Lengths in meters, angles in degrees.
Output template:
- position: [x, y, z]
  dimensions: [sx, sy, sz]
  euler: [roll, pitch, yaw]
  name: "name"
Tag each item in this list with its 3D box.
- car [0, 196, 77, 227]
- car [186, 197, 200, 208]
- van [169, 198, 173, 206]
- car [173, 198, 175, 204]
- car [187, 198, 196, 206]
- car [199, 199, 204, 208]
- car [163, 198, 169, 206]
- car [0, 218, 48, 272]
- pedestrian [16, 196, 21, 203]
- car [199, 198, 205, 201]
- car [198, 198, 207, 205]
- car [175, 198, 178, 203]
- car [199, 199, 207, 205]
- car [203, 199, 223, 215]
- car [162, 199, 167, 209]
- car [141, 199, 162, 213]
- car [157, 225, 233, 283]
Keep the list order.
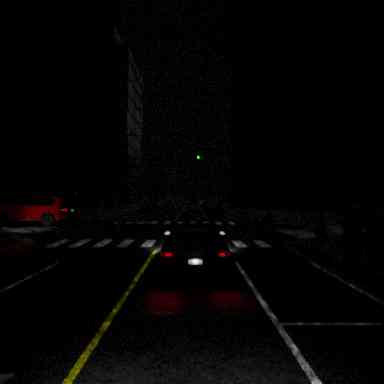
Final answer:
- position: [-10.962, 1.322, 23.399]
  dimensions: [5.566, 2.045, 2.150]
  euler: [1, -1, 8]
  name: "car"
- position: [-0.041, 2.058, 66.741]
  dimensions: [2.150, 2.045, 5.566]
  euler: [0, -1, 0]
  name: "car"
- position: [-5.809, 2.263, 73.432]
  dimensions: [1.690, 1.788, 3.998]
  euler: [0, -1, 0]
  name: "van"
- position: [-5.812, 2.543, 78.867]
  dimensions: [2.008, 1.369, 4.403]
  euler: [0, -1, 0]
  name: "car"
- position: [-0.047, 2.328, 77.353]
  dimensions: [2.097, 1.767, 4.553]
  euler: [0, -1, 0]
  name: "car"
- position: [2.727, 2.264, 57.123]
  dimensions: [2.008, 1.369, 4.403]
  euler: [0, -1, 0]
  name: "car"
- position: [-5.801, 2.306, 62.386]
  dimensions: [1.752, 1.417, 4.829]
  euler: [0, -1, 0]
  name: "car"
- position: [-5.767, 1.634, 8.669]
  dimensions: [1.752, 1.417, 4.829]
  euler: [0, -1, 0]
  name: "car"
- position: [-13.782, 1.224, 26.542]
  dimensions: [0.375, 1.860, 0.375]
  euler: [0, -2, 0]
  name: "pedestrian"
- position: [2.724, 2.327, 62.561]
  dimensions: [1.887, 1.381, 4.507]
  euler: [0, -1, 0]
  name: "car"
- position: [2.706, 2.447, 89.749]
  dimensions: [2.192, 1.841, 5.009]
  euler: [0, -1, 0]
  name: "car"
- position: [-5.822, 2.770, 95.178]
  dimensions: [1.947, 1.339, 4.313]
  euler: [0, -1, 0]
  name: "car"
- position: [2.710, 2.589, 84.479]
  dimensions: [1.752, 1.417, 4.829]
  euler: [0, -1, 0]
  name: "car"
- position: [2.738, 1.947, 40.813]
  dimensions: [1.967, 1.590, 4.097]
  euler: [0, -1, 0]
  name: "car"
- position: [-5.798, 2.296, 57.117]
  dimensions: [1.802, 1.307, 4.206]
  euler: [0, -1, 0]
  name: "car"
- position: [-5.791, 1.891, 46.247]
  dimensions: [2.192, 1.841, 5.009]
  euler: [0, -1, 0]
  name: "car"
- position: [0.089, 1.689, 10.094]
  dimensions: [1.994, 1.385, 4.181]
  euler: [0, -1, 0]
  name: "car"
